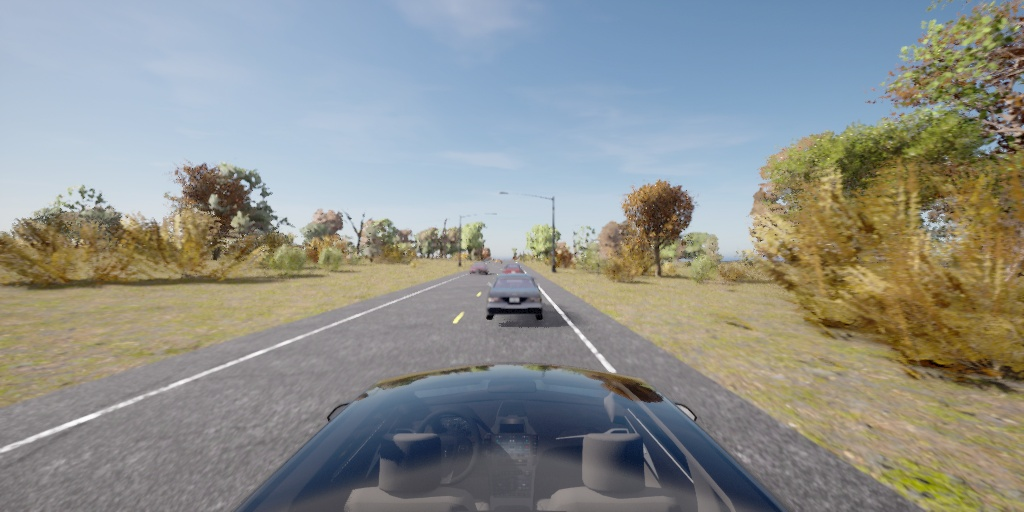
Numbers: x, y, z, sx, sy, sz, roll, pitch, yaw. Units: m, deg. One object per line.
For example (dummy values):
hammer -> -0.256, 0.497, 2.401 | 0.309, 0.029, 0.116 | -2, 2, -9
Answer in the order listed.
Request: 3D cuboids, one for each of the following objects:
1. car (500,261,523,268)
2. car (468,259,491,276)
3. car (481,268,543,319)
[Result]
car -> 0.098, 1.401, 33.739 | 1.994, 1.385, 4.181 | 0, 0, 0
car -> -3.592, 1.382, 39.615 | 1.812, 1.442, 4.674 | 0, 0, 0
car -> 0.085, 1.327, 12.937 | 2.033, 1.411, 5.357 | 0, 0, 0
